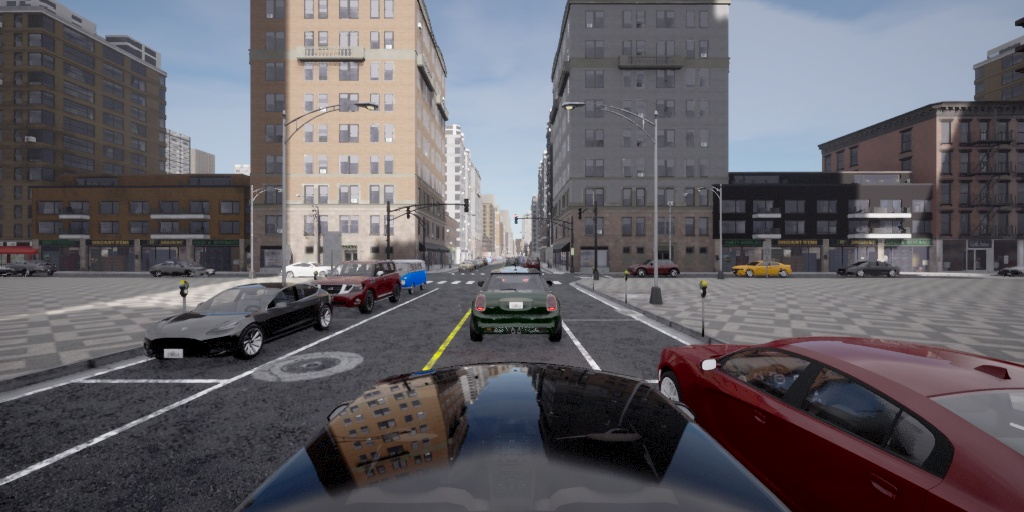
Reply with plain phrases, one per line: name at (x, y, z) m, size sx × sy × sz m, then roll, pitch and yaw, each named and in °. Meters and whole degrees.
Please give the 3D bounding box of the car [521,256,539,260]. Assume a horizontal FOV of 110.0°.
car at (2.625, 1.001, 46.669) m, size 2.192 × 1.841 × 5.009 m, roll 0°, pitch 0°, yaw 0°

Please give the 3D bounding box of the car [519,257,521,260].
car at (2.613, 1.201, 57.981) m, size 1.888 × 1.381 × 4.507 m, roll 0°, pitch 0°, yaw 0°

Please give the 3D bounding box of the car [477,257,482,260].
car at (-5.907, 1.237, 52.343) m, size 1.948 × 1.339 × 4.313 m, roll 0°, pitch 0°, yaw 0°

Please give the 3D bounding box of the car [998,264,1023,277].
car at (49.313, 1.320, 33.608) m, size 5.357 × 1.411 × 2.033 m, roll 0°, pitch 0°, yaw 1°

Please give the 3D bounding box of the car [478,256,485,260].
car at (-5.912, 1.181, 57.828) m, size 1.751 × 1.417 × 4.829 m, roll 0°, pitch 0°, yaw 0°

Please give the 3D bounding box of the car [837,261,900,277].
car at (33.635, 1.223, 33.923) m, size 4.892 × 1.490 × 1.837 m, roll 0°, pitch 0°, yaw 1°

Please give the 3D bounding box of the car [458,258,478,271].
car at (-5.901, 1.211, 46.518) m, size 1.751 × 1.417 × 4.829 m, roll 0°, pitch 0°, yaw 0°

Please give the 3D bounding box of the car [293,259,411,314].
car at (-5.870, 1.064, 14.029) m, size 2.192 × 1.841 × 5.009 m, roll 0°, pitch 0°, yaw 0°

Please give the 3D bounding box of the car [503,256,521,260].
car at (0.043, 1.002, 60.142) m, size 2.097 × 1.767 × 4.553 m, roll 0°, pitch 0°, yaw 0°

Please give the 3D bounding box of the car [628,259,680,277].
car at (13.427, 1.059, 34.229) m, size 4.553 × 1.767 × 2.097 m, roll 0°, pitch 0°, yaw 1°

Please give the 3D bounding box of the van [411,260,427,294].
van at (-5.875, 1.088, 19.670) m, size 1.690 × 1.789 × 3.998 m, roll 0°, pitch 0°, yaw 0°

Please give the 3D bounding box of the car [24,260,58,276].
car at (-47.586, 1.184, 35.045) m, size 4.902 × 1.511 × 2.128 m, roll 0°, pitch 0°, yaw 1°

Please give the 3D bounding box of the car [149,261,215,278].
car at (-28.993, 1.200, 31.629) m, size 4.902 × 1.511 × 2.128 m, roll 0°, pitch 0°, yaw 1°

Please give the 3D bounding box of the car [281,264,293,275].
car at (-17.658, 1.233, 31.464) m, size 4.674 × 1.442 × 1.812 m, roll 0°, pitch 0°, yaw 1°

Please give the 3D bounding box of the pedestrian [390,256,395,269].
pedestrian at (-12.586, 0.845, 37.629) m, size 0.375 × 1.860 × 0.375 m, roll 0°, pitch 0°, yaw 1°

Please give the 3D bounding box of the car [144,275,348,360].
car at (-5.864, 1.315, 8.388) m, size 1.948 × 1.339 × 4.313 m, roll 0°, pitch 0°, yaw 0°

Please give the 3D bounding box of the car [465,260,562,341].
car at (0.090, 1.102, 10.005) m, size 2.097 × 1.767 × 4.553 m, roll 0°, pitch 0°, yaw 0°

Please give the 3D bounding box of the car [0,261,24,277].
car at (-47.716, 1.241, 31.953) m, size 5.357 × 1.411 × 2.033 m, roll 0°, pitch 0°, yaw 1°

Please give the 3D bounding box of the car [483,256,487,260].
car at (-5.918, 1.165, 63.483) m, size 1.751 × 1.417 × 4.829 m, roll 0°, pitch 0°, yaw 0°

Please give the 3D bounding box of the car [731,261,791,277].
car at (23.610, 1.190, 34.076) m, size 5.008 × 1.535 × 1.882 m, roll 0°, pitch 0°, yaw 1°

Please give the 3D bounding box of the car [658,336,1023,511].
car at (2.667, 1.295, 2.731) m, size 1.888 × 1.381 × 4.507 m, roll 0°, pitch 0°, yaw 0°
